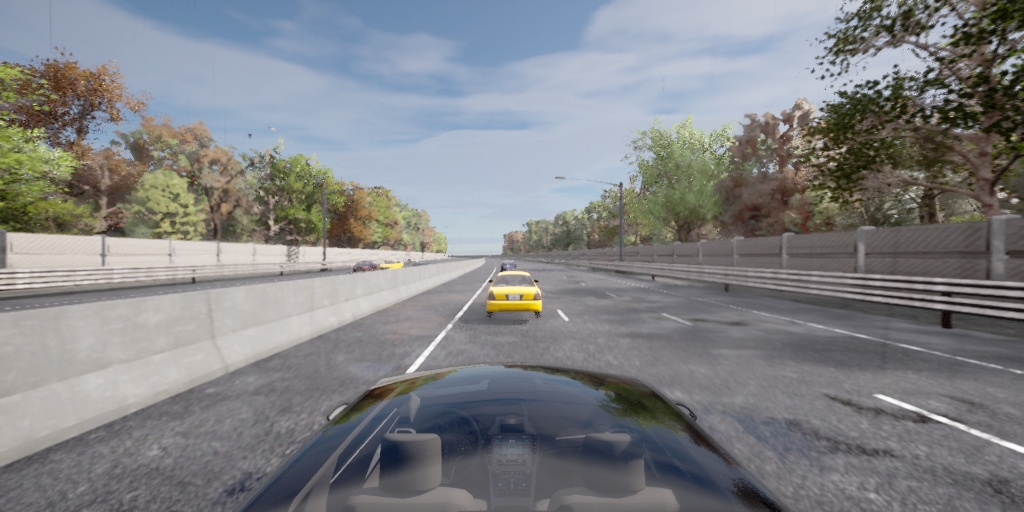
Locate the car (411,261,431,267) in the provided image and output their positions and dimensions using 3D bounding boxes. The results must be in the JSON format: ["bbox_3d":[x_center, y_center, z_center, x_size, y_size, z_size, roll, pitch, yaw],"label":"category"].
[{"bbox_3d":[-11.123,1.332,44.328,1.994,1.385,4.181,0,0,-1],"label":"car"}]

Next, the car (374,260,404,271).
[{"bbox_3d":[-14.611,1.245,43.631,1.882,1.535,5.008,0,0,-1],"label":"car"}]

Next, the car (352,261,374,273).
[{"bbox_3d":[-18.125,1.332,44.504,1.994,1.385,4.181,0,0,-1],"label":"car"}]

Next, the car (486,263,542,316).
[{"bbox_3d":[0.050,1.212,13.245,1.801,1.575,5.366,0,0,0],"label":"car"}]

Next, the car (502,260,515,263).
[{"bbox_3d":[-0.453,1.274,44.998,2.163,1.488,4.792,0,0,-1],"label":"car"}]
